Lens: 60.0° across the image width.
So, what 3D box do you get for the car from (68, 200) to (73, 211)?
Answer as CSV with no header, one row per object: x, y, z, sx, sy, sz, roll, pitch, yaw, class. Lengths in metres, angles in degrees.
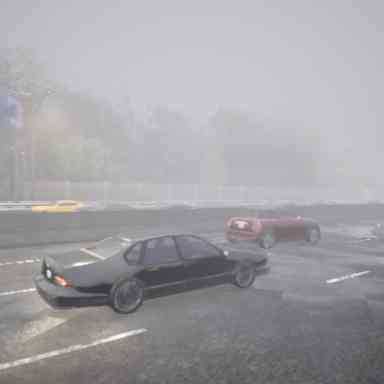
-7.670,1.563,28.611,4.902,1.511,2.128,1,0,-35,car

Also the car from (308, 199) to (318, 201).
16.839,1.804,46.039,5.008,1.535,1.882,1,0,-35,car

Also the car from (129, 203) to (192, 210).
-1.771,1.594,24.221,4.892,1.490,1.837,1,0,-35,car

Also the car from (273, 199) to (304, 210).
13.996,1.842,48.317,4.674,1.442,1.812,0,0,-35,car

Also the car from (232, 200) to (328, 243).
3.772,1.436,15.034,4.553,1.767,2.097,1,0,-35,car

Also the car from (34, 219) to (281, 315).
-0.595,1.574,7.618,5.357,1.411,2.033,0,0,-35,car

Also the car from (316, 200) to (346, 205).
18.511,1.923,42.917,4.718,1.301,1.895,1,0,-35,car

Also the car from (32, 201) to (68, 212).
-11.704,1.531,30.033,5.008,1.535,1.882,1,0,-35,car

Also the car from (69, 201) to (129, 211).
-6.135,1.615,25.410,5.357,1.411,2.033,1,0,-35,car

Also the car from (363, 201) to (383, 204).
22.510,1.833,41.458,4.902,1.511,2.128,0,0,-35,car
